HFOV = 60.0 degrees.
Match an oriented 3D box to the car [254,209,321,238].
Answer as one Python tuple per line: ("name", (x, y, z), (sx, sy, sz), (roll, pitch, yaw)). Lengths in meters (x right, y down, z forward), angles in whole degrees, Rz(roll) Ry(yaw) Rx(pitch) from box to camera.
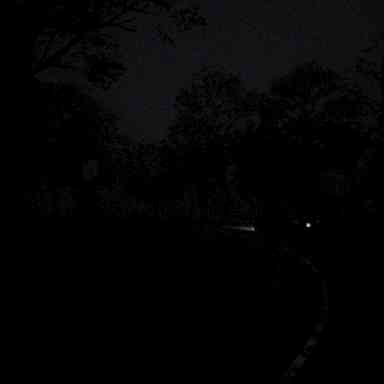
("car", (5.168, 1.635, 18.537), (1.994, 1.385, 4.181), (0, 0, -19))
